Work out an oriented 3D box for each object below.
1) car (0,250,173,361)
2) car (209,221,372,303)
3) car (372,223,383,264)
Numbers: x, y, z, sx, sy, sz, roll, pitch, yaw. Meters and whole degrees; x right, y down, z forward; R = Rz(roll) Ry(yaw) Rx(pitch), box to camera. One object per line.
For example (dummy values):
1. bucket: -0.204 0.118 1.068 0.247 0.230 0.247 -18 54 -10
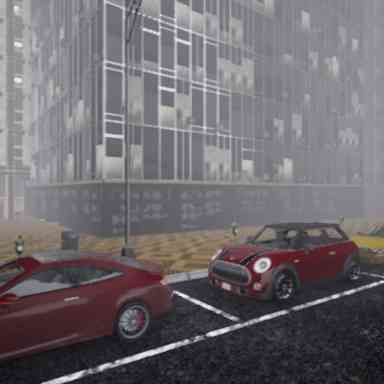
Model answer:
1. car: -2.268 1.591 4.952 4.206 1.307 1.802 1 -1 -36
2. car: 2.359 1.505 8.254 4.097 1.590 1.967 1 -1 -36
3. car: 6.847 1.645 11.456 4.829 1.417 1.752 1 -1 -36
